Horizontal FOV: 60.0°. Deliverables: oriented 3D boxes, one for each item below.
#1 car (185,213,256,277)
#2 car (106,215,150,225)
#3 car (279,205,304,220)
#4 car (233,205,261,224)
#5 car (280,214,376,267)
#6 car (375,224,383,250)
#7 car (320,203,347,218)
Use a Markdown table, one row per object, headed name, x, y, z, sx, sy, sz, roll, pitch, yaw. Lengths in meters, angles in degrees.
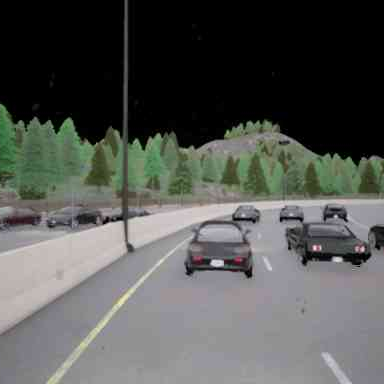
| name | x | y | z | sx | sy | sz | roll | pitch | yaw |
| --- | --- | --- | --- | --- | --- | --- | --- | --- | --- |
| car | 0.898 | 1.606 | 10.493 | 1.812 | 1.442 | 4.674 | 0 | 0 | 7 |
| car | -4.276 | 1.744 | 22.701 | 1.895 | 1.301 | 4.718 | 0 | 0 | 14 |
| car | 8.653 | 1.814 | 28.802 | 1.994 | 1.385 | 4.181 | 0 | 0 | 18 |
| car | 4.533 | 1.784 | 27.426 | 1.994 | 1.385 | 4.181 | 0 | 0 | 17 |
| car | 4.568 | 1.710 | 11.961 | 1.895 | 1.301 | 4.718 | 0 | 0 | 8 |
| car | 8.178 | 1.620 | 12.202 | 2.128 | 1.511 | 4.902 | 0 | 0 | 8 |
| car | 12.607 | 1.779 | 29.538 | 1.837 | 1.490 | 4.892 | 0 | -1 | 20 |
